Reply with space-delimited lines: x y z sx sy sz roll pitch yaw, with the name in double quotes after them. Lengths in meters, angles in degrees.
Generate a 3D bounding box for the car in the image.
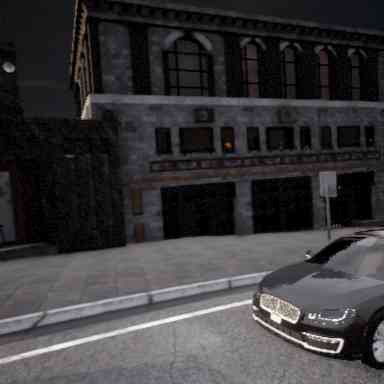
3.285 1.442 5.598 4.892 1.490 1.837 0 1 -27 "car"
